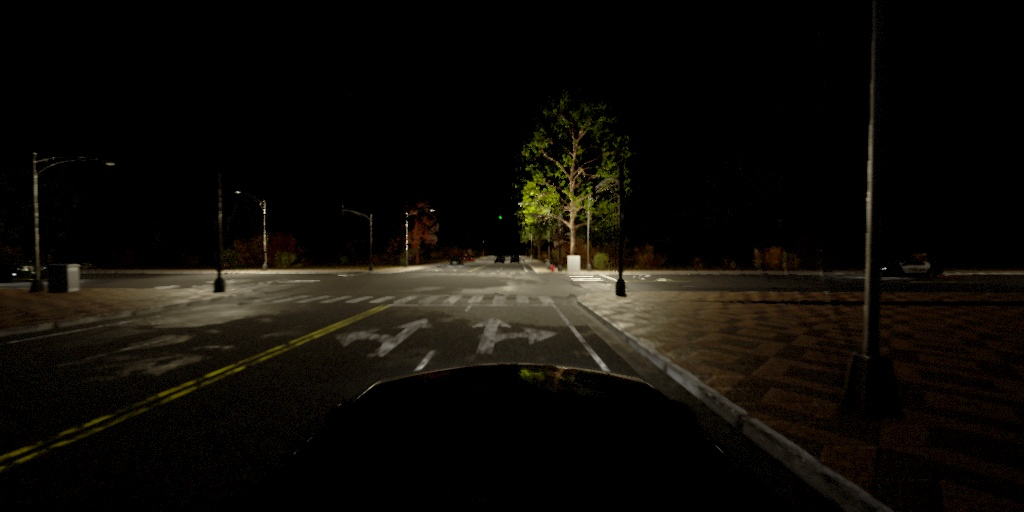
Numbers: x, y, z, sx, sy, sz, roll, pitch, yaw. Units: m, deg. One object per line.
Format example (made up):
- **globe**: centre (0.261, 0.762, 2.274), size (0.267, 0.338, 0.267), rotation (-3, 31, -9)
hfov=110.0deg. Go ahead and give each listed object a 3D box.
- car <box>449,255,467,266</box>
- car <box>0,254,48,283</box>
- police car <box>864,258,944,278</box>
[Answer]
- **car**: centre (-9.392, 0.893, 60.964), size (1.812, 1.442, 4.674), rotation (0, 0, 1)
- **car**: centre (-38.447, 0.883, 26.945), size (5.566, 2.045, 2.150), rotation (0, 1, 3)
- **police car**: centre (32.290, 0.969, 29.742), size (4.974, 1.542, 2.038), rotation (0, 1, 3)
